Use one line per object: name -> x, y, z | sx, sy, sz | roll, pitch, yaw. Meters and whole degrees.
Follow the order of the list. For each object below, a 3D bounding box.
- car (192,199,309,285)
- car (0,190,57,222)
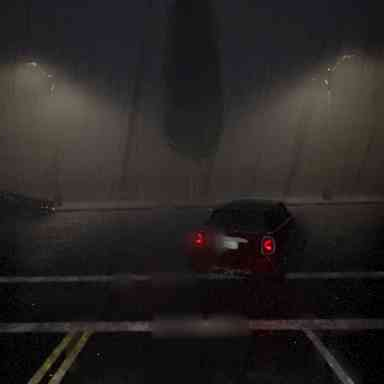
car -> 1.781, 0.975, 9.097 | 2.097, 1.767, 4.553 | 1, 6, 26
car -> -9.552, 0.695, 17.102 | 4.892, 1.490, 1.837 | -2, 5, 0
